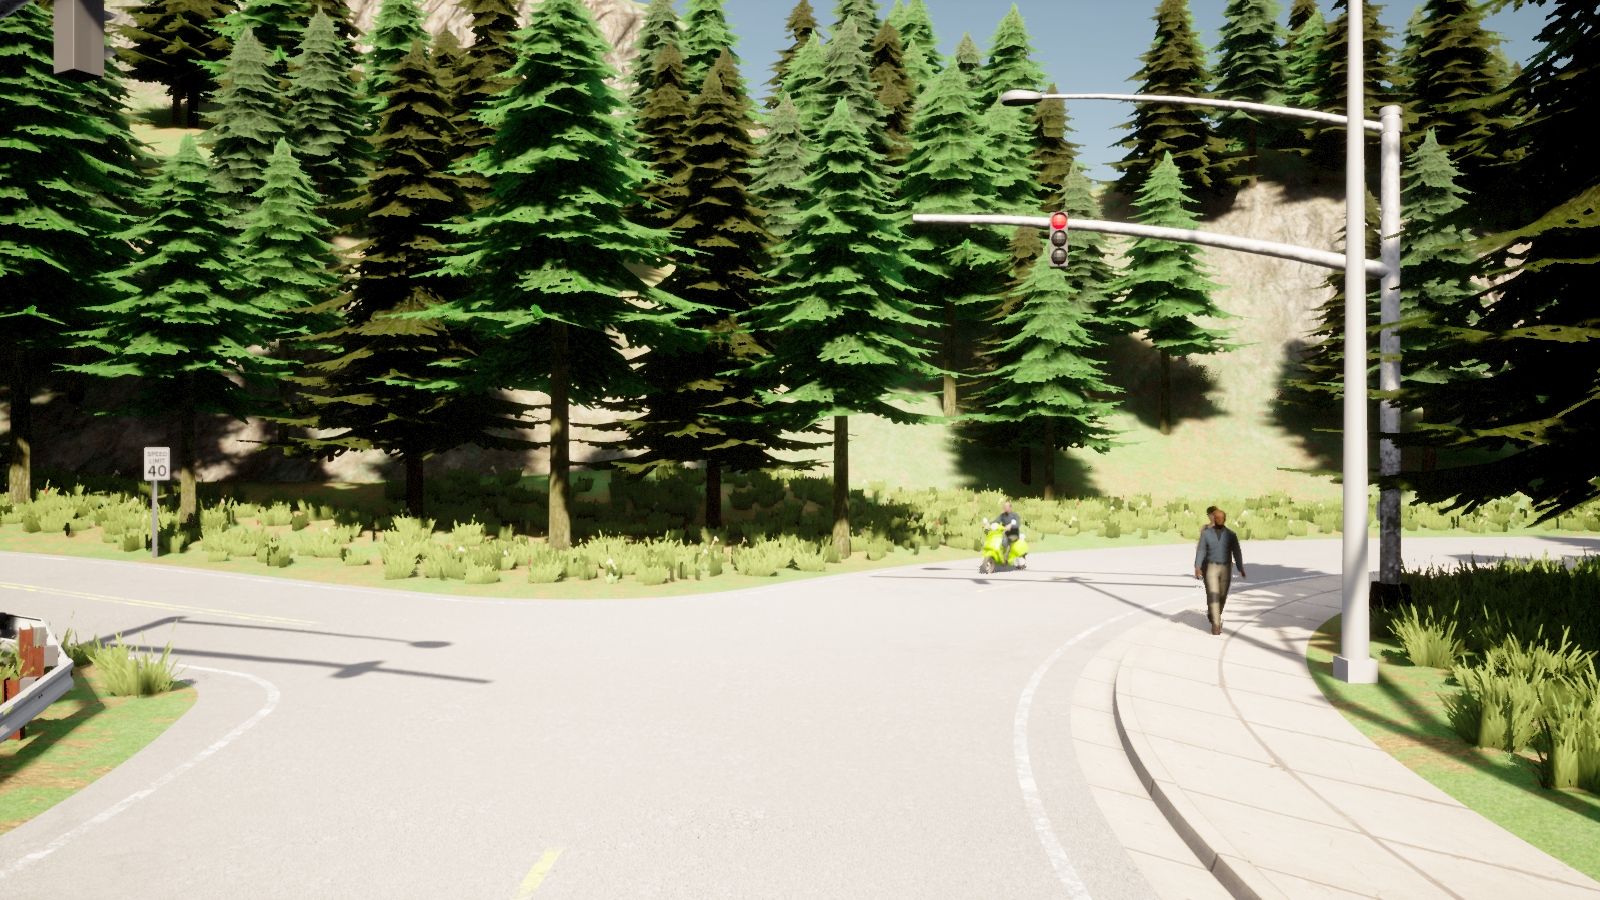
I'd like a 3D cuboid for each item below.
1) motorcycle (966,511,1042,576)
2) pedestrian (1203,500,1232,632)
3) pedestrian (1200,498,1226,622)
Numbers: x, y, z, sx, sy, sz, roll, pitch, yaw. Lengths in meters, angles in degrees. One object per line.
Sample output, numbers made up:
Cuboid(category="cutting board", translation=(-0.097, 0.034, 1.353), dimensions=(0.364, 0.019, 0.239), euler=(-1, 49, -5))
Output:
Cuboid(category="motorcycle", translation=(4.692, 2.114, 26.161), dimensions=(0.856, 1.316, 1.805), euler=(1, 1, 44))
Cuboid(category="pedestrian", translation=(6.047, 1.668, 16.567), dimensions=(0.375, 1.860, 0.375), euler=(0, 0, 16))
Cuboid(category="pedestrian", translation=(6.309, 1.668, 17.460), dimensions=(0.375, 1.860, 0.375), euler=(0, 0, 21))
